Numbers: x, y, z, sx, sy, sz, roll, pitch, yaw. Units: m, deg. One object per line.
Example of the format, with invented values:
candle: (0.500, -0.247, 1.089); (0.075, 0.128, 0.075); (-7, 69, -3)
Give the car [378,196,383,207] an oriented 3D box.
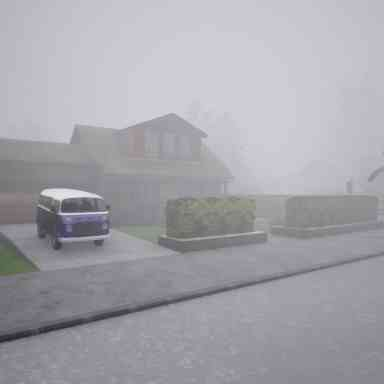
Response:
car: (24.583, 0.985, 41.404); (3.866, 1.878, 1.905); (0, 0, -1)
